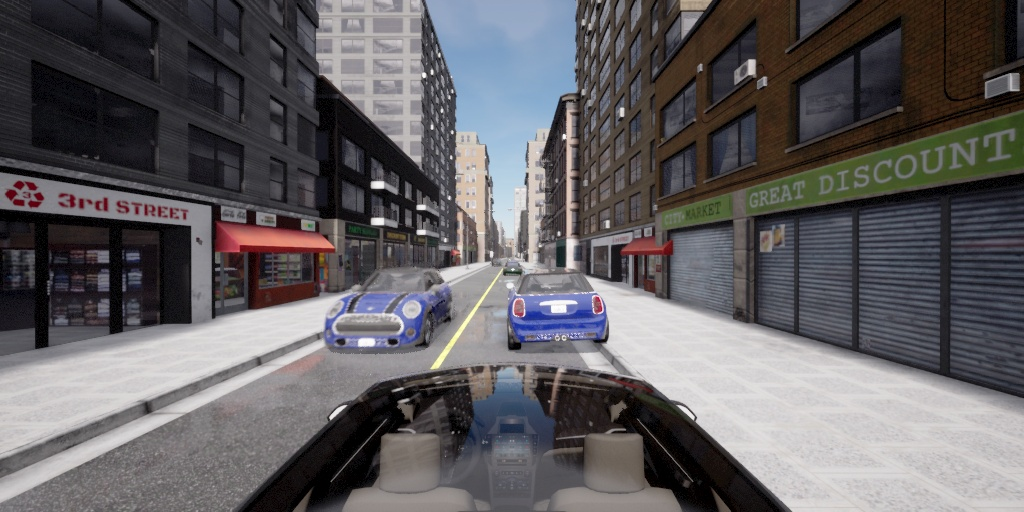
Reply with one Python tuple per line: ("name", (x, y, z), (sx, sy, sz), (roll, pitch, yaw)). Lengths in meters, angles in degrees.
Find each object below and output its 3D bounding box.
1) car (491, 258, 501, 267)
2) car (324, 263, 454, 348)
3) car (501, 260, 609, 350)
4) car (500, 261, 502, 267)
("car", (-2.763, 1.189, 64.160), (1.837, 1.490, 4.892), (0, 0, 0))
("car", (-2.853, 1.099, 9.268), (2.097, 1.767, 4.553), (0, 0, 0))
("car", (0.925, 1.066, 9.220), (2.097, 1.767, 4.553), (-2, 0, 0))
("car", (0.070, 1.287, 37.252), (1.994, 1.385, 4.181), (0, 0, 0))
